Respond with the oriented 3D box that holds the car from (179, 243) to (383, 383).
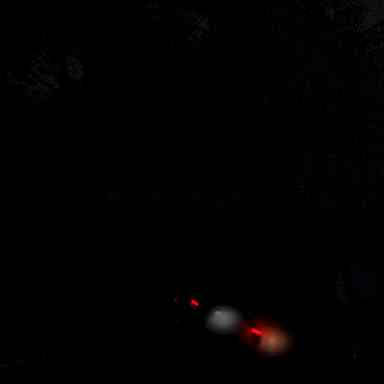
[{"bbox_3d":[2.403,1.594,5.467,5.357,1.411,2.033,1,0,-36],"label":"car"}]
